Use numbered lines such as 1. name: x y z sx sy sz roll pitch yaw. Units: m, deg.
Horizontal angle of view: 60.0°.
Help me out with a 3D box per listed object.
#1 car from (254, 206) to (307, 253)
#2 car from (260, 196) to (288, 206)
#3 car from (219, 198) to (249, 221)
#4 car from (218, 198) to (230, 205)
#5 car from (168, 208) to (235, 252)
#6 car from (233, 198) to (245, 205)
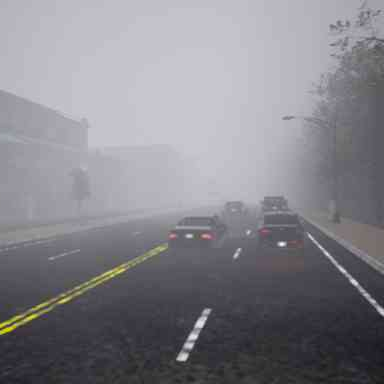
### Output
1. car: 3.708 1.572 14.057 1.837 1.490 4.892 -1 0 13
2. car: 7.013 1.351 28.410 2.150 2.045 5.566 -1 0 13
3. car: 3.859 1.529 29.184 2.097 1.767 4.553 -1 -1 13
4. car: 6.948 2.004 71.477 2.033 1.411 5.357 -1 0 13
5. car: 0.469 1.654 14.483 2.033 1.411 5.357 -1 0 13
6. car: 10.114 1.959 70.746 2.033 1.411 5.357 -1 0 13
